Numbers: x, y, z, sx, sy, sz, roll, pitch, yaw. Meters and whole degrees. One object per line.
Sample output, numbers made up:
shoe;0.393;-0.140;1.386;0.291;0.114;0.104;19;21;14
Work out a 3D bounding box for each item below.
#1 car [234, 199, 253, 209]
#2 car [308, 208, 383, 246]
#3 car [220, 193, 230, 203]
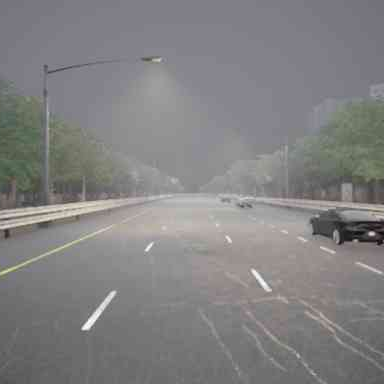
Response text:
car;6.997;1.604;45.674;1.895;1.301;4.718;0;0;0
car;6.999;1.495;15.432;1.882;1.535;5.008;0;0;0
car;7.014;1.549;70.635;1.812;1.442;4.674;0;0;0
